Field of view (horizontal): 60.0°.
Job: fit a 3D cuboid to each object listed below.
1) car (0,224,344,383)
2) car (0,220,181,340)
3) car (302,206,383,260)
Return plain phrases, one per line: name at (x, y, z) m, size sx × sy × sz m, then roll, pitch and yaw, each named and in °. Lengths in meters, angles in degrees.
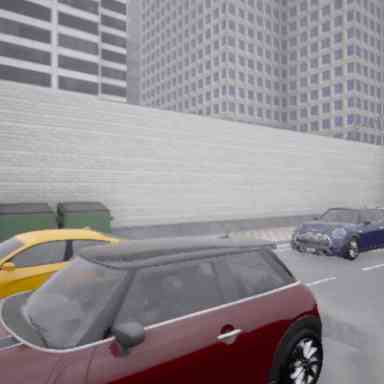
car at (-0.676, 1.353, 3.511) m, size 4.553 × 1.767 × 2.097 m, roll 0°, pitch 0°, yaw -36°
car at (-2.820, 1.481, 6.280) m, size 5.008 × 1.535 × 1.882 m, roll 0°, pitch 0°, yaw -36°
car at (5.789, 1.338, 12.433) m, size 4.553 × 1.767 × 2.097 m, roll 0°, pitch 0°, yaw -36°
